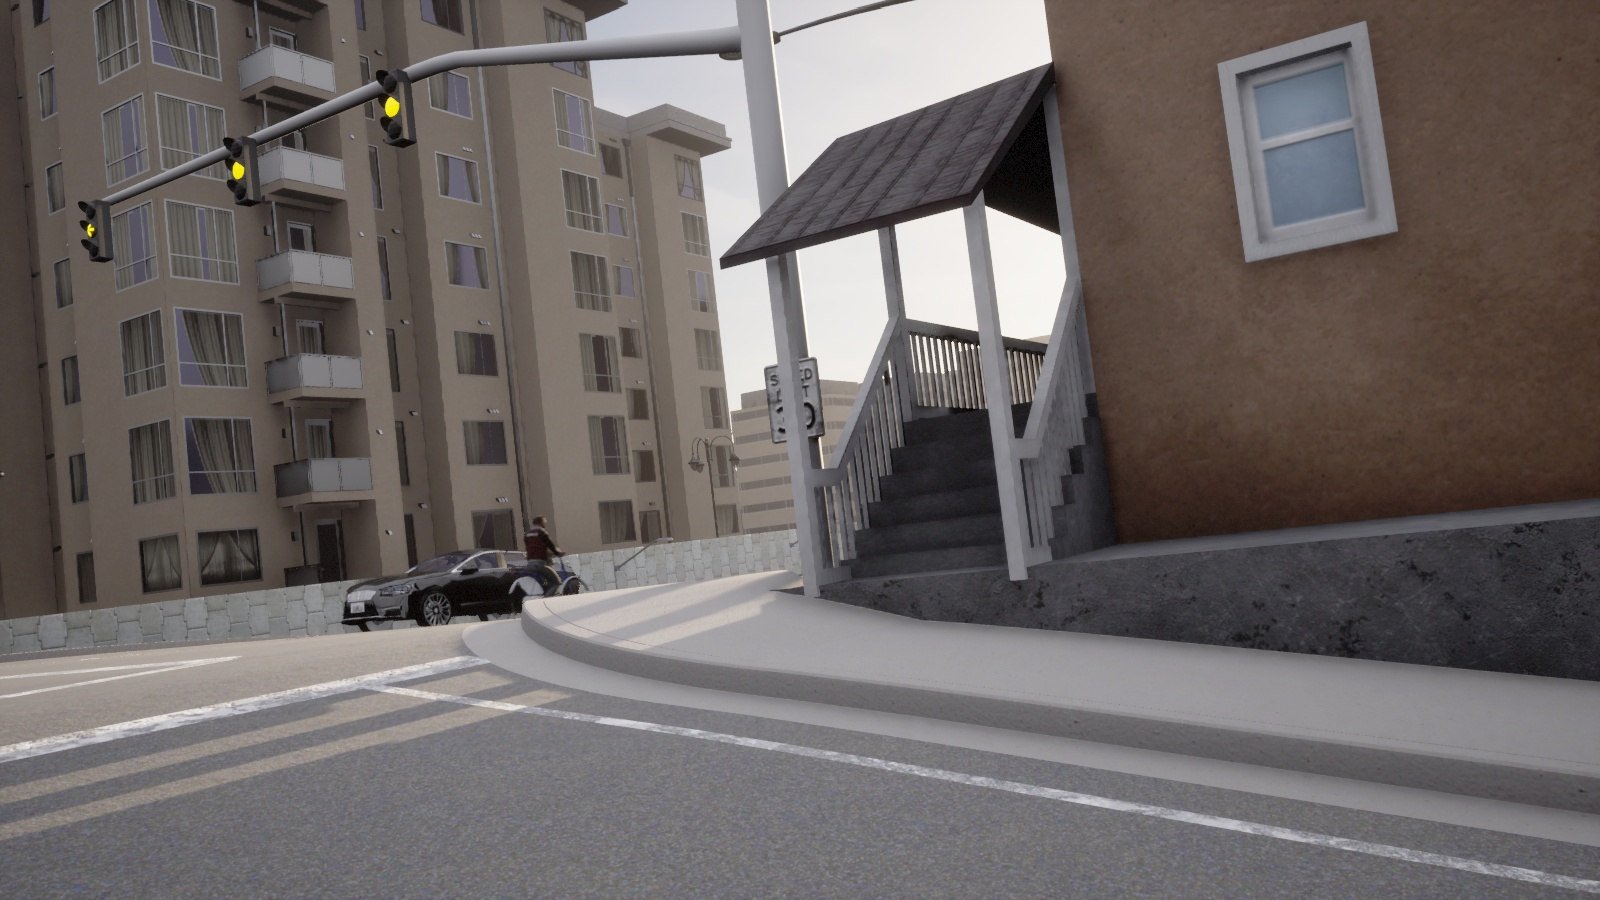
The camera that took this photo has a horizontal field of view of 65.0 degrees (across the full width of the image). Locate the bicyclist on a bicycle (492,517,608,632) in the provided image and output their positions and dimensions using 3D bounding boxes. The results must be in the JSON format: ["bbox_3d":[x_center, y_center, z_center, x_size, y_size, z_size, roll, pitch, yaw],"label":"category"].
[{"bbox_3d":[-4.119,2.037,20.823,0.659,1.776,1.843,-10,-9,33],"label":"bicyclist on a bicycle"}]

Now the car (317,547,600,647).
[{"bbox_3d":[-6.307,2.718,23.755,2.128,1.511,4.902,-10,-9,33],"label":"car"}]
